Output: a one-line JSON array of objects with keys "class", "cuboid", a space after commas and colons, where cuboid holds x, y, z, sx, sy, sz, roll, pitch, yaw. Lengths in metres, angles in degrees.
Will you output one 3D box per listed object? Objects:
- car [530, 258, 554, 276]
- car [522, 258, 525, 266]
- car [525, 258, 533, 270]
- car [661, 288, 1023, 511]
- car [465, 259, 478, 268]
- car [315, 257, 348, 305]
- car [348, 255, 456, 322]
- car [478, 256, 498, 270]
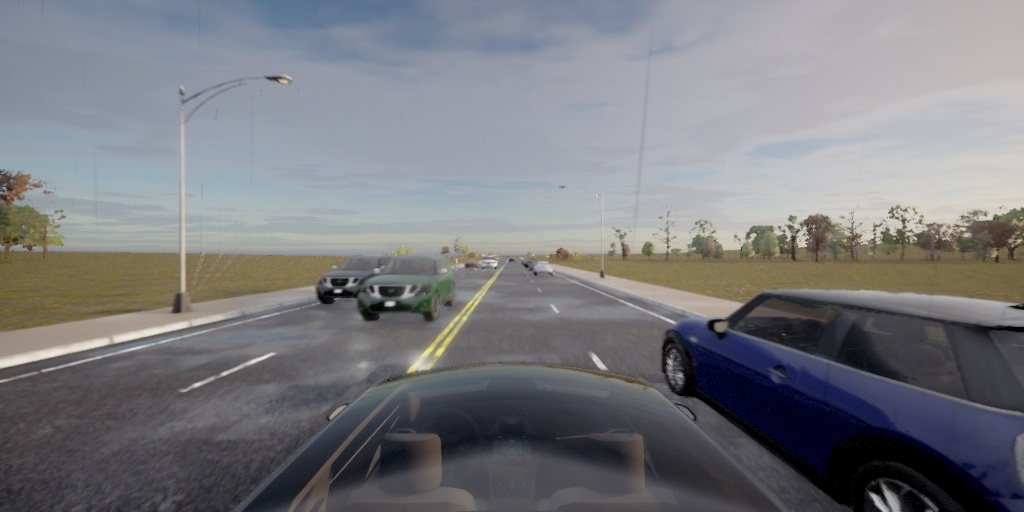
[{"class": "car", "cuboid": [3.225, 1.276, 37.589, 1.812, 1.442, 4.674, 0, 0, 0]}, {"class": "car", "cuboid": [3.210, 1.177, 59.589, 2.033, 1.649, 4.856, 0, 0, 0]}, {"class": "car", "cuboid": [3.217, 1.296, 48.589, 2.033, 1.411, 5.357, 0, 0, 0]}, {"class": "car", "cuboid": [3.349, 1.102, 3.716, 2.097, 1.767, 4.553, 0, 0, 0]}, {"class": "car", "cuboid": [-6.563, 1.225, 59.295, 1.882, 1.535, 5.008, 0, 0, 0]}, {"class": "car", "cuboid": [-6.603, 0.970, 16.376, 2.150, 2.045, 5.566, 0, 0, 0]}, {"class": "car", "cuboid": [-3.356, 0.973, 12.637, 2.150, 2.045, 5.566, 0, 0, 0]}, {"class": "car", "cuboid": [-3.326, 0.966, 53.359, 2.150, 2.045, 5.566, 0, 0, 1]}]
